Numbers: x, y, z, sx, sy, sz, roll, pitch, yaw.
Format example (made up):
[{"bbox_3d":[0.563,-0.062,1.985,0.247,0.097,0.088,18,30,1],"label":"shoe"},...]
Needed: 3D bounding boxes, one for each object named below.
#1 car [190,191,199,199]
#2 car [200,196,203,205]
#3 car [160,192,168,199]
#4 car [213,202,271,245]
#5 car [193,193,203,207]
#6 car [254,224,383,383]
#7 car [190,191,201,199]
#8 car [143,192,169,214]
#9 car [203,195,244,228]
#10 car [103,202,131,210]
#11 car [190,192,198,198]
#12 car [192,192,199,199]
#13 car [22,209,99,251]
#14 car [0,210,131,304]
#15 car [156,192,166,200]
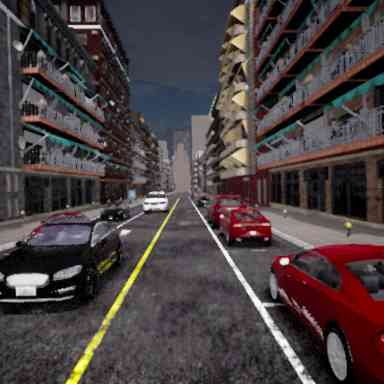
[{"bbox_3d":[1.161,1.038,59.955,2.008,1.369,4.403,-2,0,-1],"label":"car"},{"bbox_3d":[1.957,1.295,25.979,2.008,1.369,4.403,-2,0,-1],"label":"car"},{"bbox_3d":[-7.354,0.869,88.293,1.967,1.590,4.097,-2,0,-1],"label":"car"},{"bbox_3d":[2.222,1.377,14.654,1.887,1.381,4.507,-2,0,-1],"label":"car"},{"bbox_3d":[1.559,1.180,42.967,1.947,1.339,4.313,-2,0,-1],"label":"car"},{"bbox_3d":[2.445,1.454,5.106,1.887,1.381,4.507,-2,1,-1],"label":"car"},{"bbox_3d":[0.778,0.677,76.941,2.192,1.841,5.009,-2,0,-1],"label":"car"},{"bbox_3d":[-3.511,1.013,33.288,2.150,2.045,5.566,-1,0,-1],"label":"car"},{"bbox_3d":[2.082,1.103,20.314,2.192,1.841,5.009,-2,0,-1],"label":"car"},{"bbox_3d":[-5.895,1.456,26.149,1.947,1.339,4.313,-2,0,-1],"label":"car"},{"bbox_3d":[0.532,0.720,88.268,1.967,1.590,4.097,-2,0,-1],"label":"car"},{"bbox_3d":[1.426,1.116,48.629,1.887,1.381,4.507,-2,0,-1],"label":"car"},{"bbox_3d":[-5.630,1.561,14.850,1.802,1.307,4.206,-2,0,-1],"label":"car"},{"bbox_3d":[-3.006,1.476,8.345,2.128,1.511,4.902,-1,0,-1],"label":"car"},{"bbox_3d":[-7.090,0.950,76.993,1.967,1.590,4.097,-2,0,-1],"label":"car"}]
